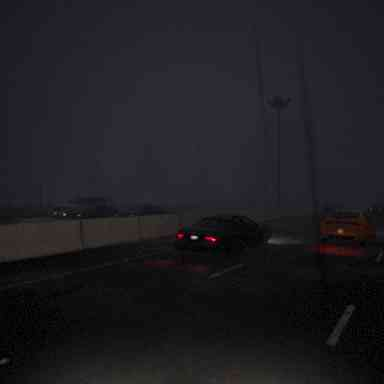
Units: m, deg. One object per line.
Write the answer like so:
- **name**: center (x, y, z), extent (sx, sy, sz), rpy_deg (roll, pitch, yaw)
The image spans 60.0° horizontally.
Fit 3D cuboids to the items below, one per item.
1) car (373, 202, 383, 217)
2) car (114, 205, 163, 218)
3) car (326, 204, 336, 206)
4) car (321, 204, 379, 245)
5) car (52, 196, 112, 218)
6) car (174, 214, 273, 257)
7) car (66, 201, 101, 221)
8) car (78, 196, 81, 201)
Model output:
- **car**: center (18.942, 1.793, 33.127), extent (2.097, 1.767, 4.553), rpy_deg (0, -1, 33)
- **car**: center (-3.652, 1.666, 24.904), extent (1.812, 1.442, 4.674), rpy_deg (0, -1, 34)
- **car**: center (13.667, 1.874, 31.540), extent (1.837, 1.490, 4.892), rpy_deg (0, -2, 34)
- **car**: center (7.873, 1.601, 16.595), extent (1.882, 1.535, 5.008), rpy_deg (0, -1, 34)
- **car**: center (-10.782, 1.410, 33.128), extent (2.150, 2.045, 5.566), rpy_deg (0, -1, 34)
- **car**: center (1.471, 1.609, 13.321), extent (2.033, 1.411, 5.357), rpy_deg (0, 0, 34)
- **car**: center (-7.420, 1.650, 25.567), extent (1.812, 1.442, 4.674), rpy_deg (0, -1, 34)
- **car**: center (-9.416, 1.369, 28.879), extent (2.150, 2.045, 5.566), rpy_deg (0, -1, 34)
